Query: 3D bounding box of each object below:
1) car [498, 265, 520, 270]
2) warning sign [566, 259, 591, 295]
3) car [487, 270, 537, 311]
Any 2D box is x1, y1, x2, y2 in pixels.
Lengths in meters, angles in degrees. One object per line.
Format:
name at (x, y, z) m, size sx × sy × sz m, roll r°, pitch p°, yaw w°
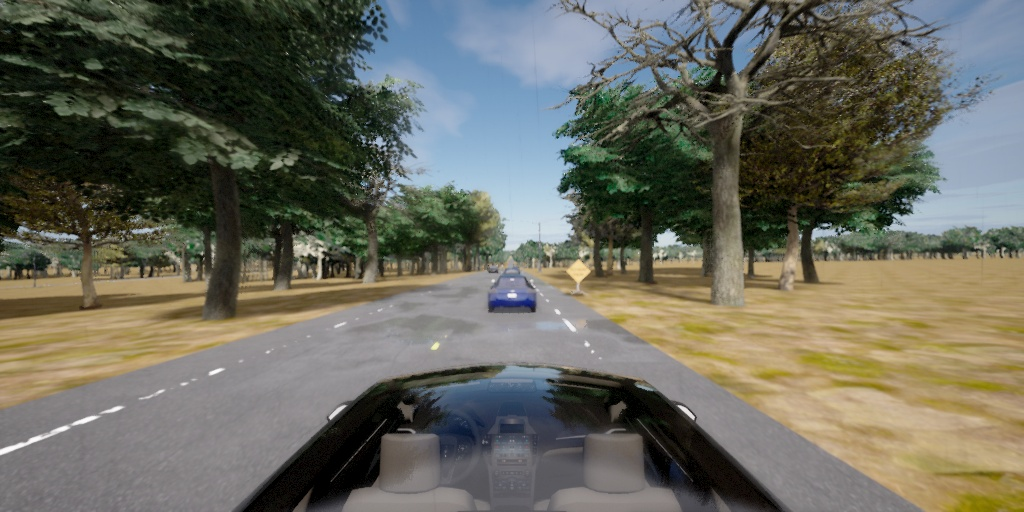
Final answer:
car at (0.029, 1.731, 30.798) m, size 1.812 × 1.442 × 4.674 m, roll 0°, pitch -1°, yaw 1°
warning sign at (3.554, 1.104, 19.277) m, size 1.300 × 1.860 × 1.060 m, roll 0°, pitch 0°, yaw 0°
car at (0.022, 1.491, 15.435) m, size 1.994 × 1.385 × 4.181 m, roll 0°, pitch -1°, yaw 0°
